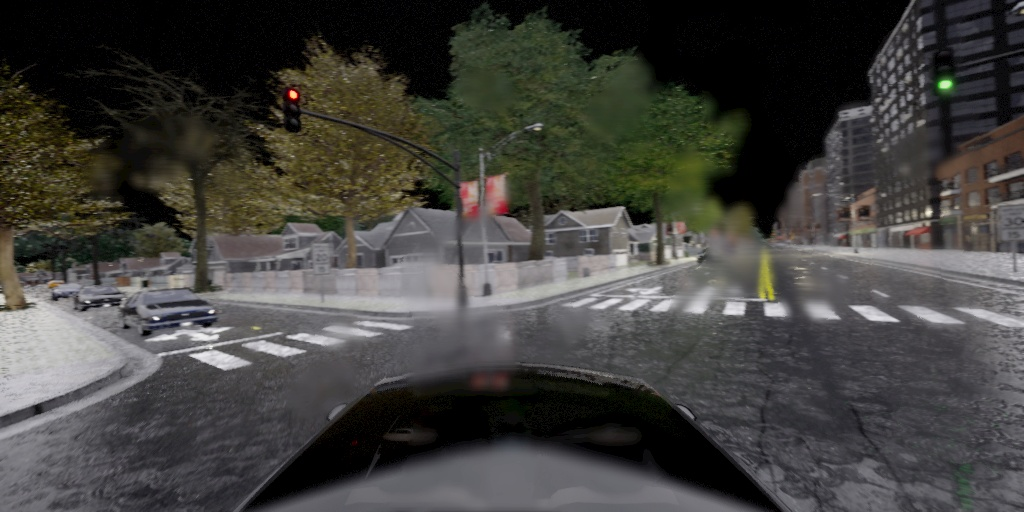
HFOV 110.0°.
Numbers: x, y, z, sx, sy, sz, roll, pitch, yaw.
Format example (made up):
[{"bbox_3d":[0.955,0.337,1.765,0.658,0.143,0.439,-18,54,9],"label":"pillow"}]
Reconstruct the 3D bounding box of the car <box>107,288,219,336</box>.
[{"bbox_3d":[-12.710,1.916,13.119,5.357,1.411,2.033,-3,0,35],"label":"car"}]

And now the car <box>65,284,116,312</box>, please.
[{"bbox_3d":[-25.273,2.534,21.955,5.357,1.411,2.033,-3,0,35],"label":"car"}]

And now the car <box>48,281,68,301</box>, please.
[{"bbox_3d":[-40.639,3.304,32.878,4.674,1.442,1.812,-3,0,35],"label":"car"}]

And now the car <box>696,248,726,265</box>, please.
[{"bbox_3d":[21.238,-0.062,38.522,2.097,1.767,4.553,-3,0,35],"label":"car"}]
